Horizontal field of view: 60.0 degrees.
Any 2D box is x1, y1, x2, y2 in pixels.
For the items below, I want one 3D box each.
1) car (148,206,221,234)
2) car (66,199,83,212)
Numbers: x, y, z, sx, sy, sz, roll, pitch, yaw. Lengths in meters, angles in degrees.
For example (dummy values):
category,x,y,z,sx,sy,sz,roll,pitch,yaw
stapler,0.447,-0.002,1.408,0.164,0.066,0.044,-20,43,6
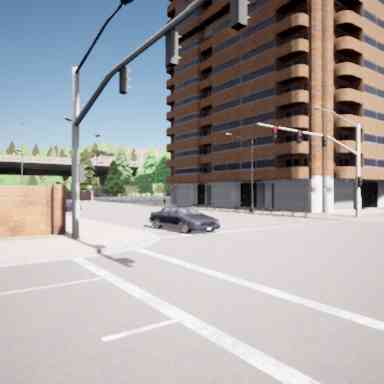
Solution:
category,x,y,z,sx,sy,sz,roll,pitch,yaw
car,-0.637,1.543,19.610,2.033,1.411,5.357,0,0,-36
car,-14.405,1.542,38.805,2.033,1.411,5.357,0,0,-35
